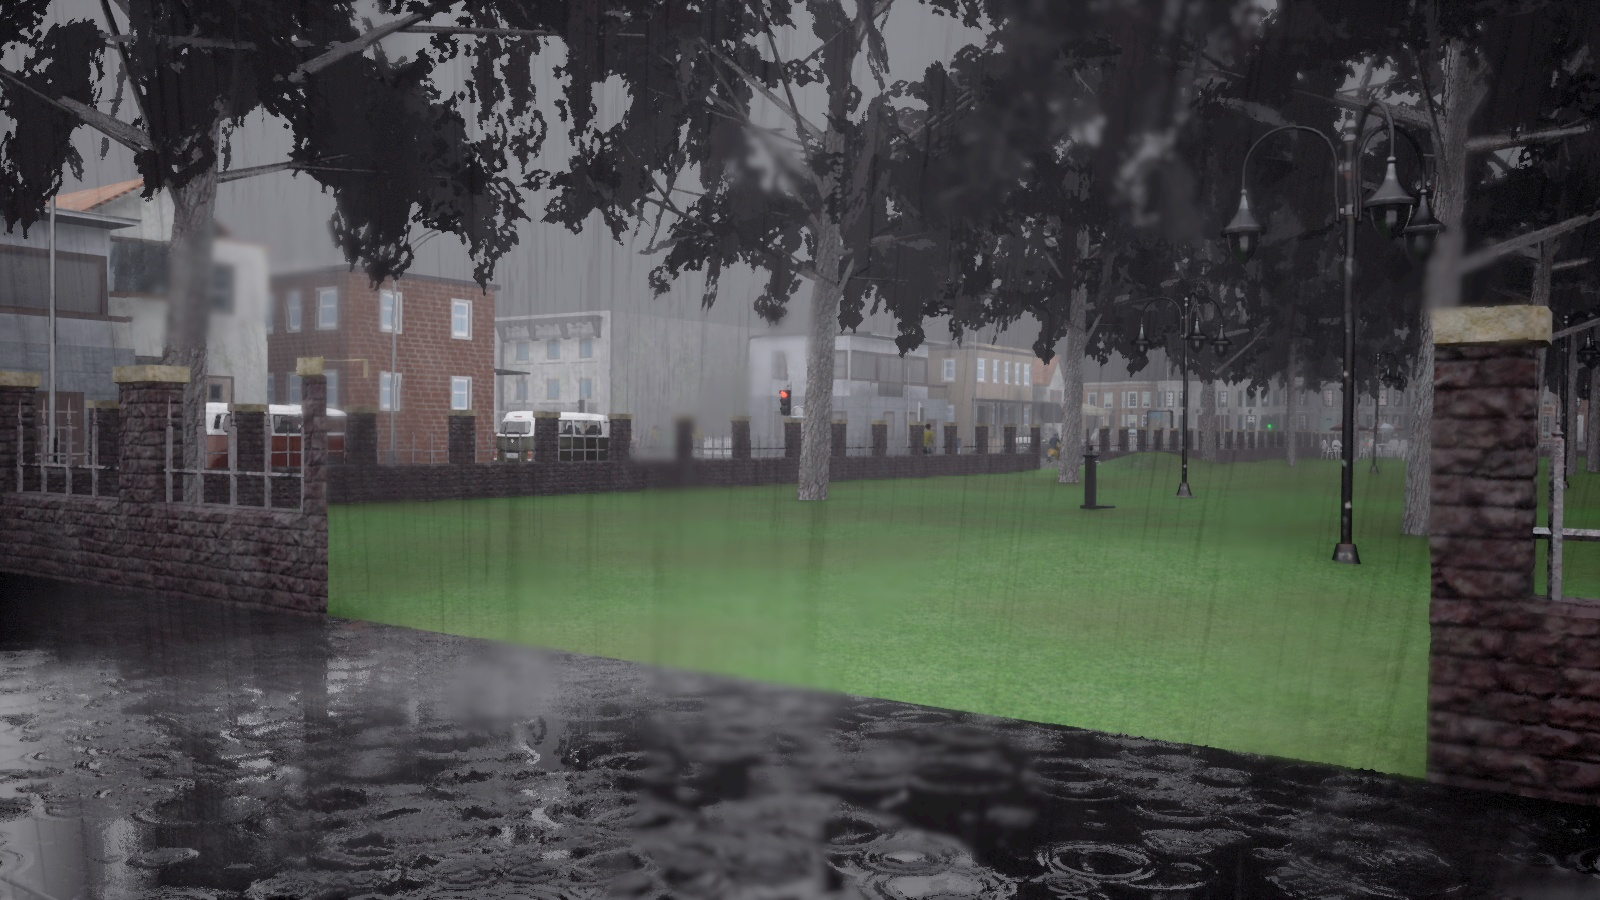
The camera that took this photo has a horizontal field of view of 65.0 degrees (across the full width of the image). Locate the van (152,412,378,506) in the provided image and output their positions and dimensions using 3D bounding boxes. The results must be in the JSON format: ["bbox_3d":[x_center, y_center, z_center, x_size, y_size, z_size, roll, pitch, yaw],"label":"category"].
[{"bbox_3d":[-12.479,0.164,29.562,2.069,2.038,4.480,0,1,33],"label":"van"}]

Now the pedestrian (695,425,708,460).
[{"bbox_3d":[-5.225,-0.420,66.560,0.431,1.840,0.709,-1,1,-27],"label":"pedestrian"}]

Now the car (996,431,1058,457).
[{"bbox_3d":[13.397,-0.373,73.902,1.812,1.442,4.674,0,1,35],"label":"car"}]

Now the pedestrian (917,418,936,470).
[{"bbox_3d":[4.520,-0.211,44.746,0.354,1.836,0.706,0,1,35],"label":"pedestrian"}]

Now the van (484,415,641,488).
[{"bbox_3d":[-7.002,0.007,37.457,2.069,2.038,4.480,0,1,33],"label":"van"}]
